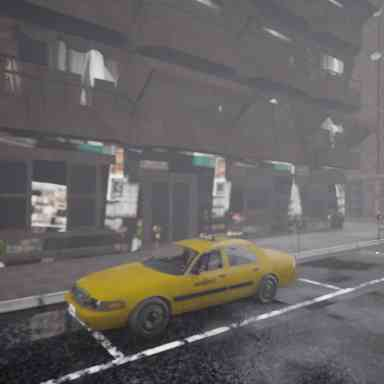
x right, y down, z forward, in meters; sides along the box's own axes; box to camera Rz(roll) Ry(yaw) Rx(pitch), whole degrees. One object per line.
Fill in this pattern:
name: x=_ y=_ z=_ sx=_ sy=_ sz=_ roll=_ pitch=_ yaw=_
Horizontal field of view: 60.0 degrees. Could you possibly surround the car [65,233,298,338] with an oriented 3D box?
car: x=0.091 y=1.537 z=6.615 sx=4.829 sy=1.417 sz=1.752 roll=0 pitch=1 yaw=-36
